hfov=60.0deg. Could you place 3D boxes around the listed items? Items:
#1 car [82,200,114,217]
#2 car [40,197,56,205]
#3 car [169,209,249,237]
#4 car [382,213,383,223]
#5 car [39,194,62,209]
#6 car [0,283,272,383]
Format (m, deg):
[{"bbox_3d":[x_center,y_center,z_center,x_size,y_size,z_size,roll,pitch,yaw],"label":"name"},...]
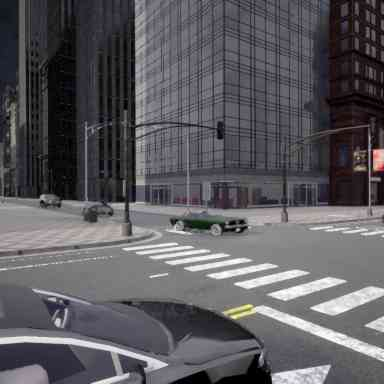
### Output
[{"bbox_3d":[-9.025,1.569,31.756,1.837,1.490,4.892,0,0,-35],"label":"car"},{"bbox_3d":[-27.607,1.650,63.486,1.837,1.490,4.892,0,0,-35],"label":"car"},{"bbox_3d":[0.859,1.615,18.422,1.895,1.301,4.718,0,0,-41],"label":"car"},{"bbox_3d":[14.773,1.357,22.374,4.553,1.767,2.097,0,0,-36],"label":"car"},{"bbox_3d":[-20.563,1.336,48.083,2.150,2.045,5.566,0,0,-35],"label":"car"},{"bbox_3d":[-1.475,1.491,2.386,4.902,1.511,2.128,0,0,-36],"label":"car"}]
